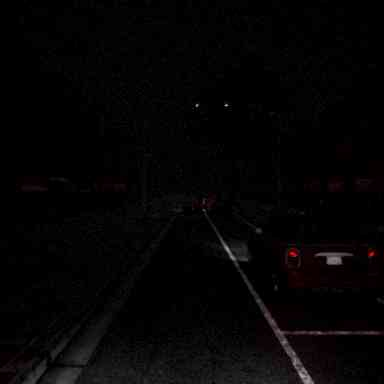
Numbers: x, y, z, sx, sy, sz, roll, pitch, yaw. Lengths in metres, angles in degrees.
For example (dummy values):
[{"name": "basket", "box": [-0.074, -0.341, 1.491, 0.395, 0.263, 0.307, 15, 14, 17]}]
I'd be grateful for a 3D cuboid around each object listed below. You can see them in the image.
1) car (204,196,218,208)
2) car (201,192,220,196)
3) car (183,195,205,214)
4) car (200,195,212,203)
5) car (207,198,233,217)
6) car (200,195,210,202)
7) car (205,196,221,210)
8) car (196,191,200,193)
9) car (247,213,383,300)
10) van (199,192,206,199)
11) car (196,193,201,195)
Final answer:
[{"name": "car", "box": [2.637, 1.369, 46.893, 1.752, 1.417, 4.829, 0, 0, 0]}, {"name": "car", "box": [2.637, 1.186, 41.176, 2.192, 1.841, 5.009, 0, 0, 0]}, {"name": "car", "box": [0.073, 1.383, 33.722, 1.882, 1.535, 5.008, 0, 0, 0]}, {"name": "car", "box": [2.638, 1.308, 63.363, 2.008, 1.369, 4.403, 0, 0, 0]}, {"name": "car", "box": [2.637, 1.489, 30.086, 1.947, 1.339, 4.313, 0, 0, 0]}, {"name": "car", "box": [2.638, 1.274, 68.908, 2.008, 1.369, 4.403, 0, 0, 0]}, {"name": "car", "box": [2.637, 1.421, 35.801, 1.752, 1.417, 4.829, 0, 0, 0]}, {"name": "car", "box": [2.638, 0.969, 79.998, 2.192, 1.841, 5.009, 0, 0, 0]}, {"name": "car", "box": [2.750, 1.342, 8.549, 2.097, 1.767, 4.553, 0, 0, 0]}, {"name": "van", "box": [2.638, 0.961, 85.544, 1.690, 1.788, 3.998, 0, 0, 0]}, {"name": "car", "box": [0.053, 1.321, 47.038, 1.882, 1.535, 5.008, 0, 0, 1]}]
